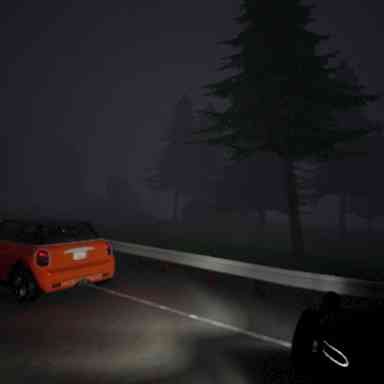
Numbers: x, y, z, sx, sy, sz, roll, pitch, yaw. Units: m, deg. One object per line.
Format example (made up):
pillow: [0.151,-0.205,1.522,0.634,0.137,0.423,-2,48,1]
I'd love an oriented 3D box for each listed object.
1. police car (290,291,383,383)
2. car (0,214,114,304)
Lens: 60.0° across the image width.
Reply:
police car: [3.458,1.470,2.540,5.238,1.638,1.930,0,-1,38]
car: [-4.067,1.390,8.566,4.553,1.767,2.097,0,-1,40]
